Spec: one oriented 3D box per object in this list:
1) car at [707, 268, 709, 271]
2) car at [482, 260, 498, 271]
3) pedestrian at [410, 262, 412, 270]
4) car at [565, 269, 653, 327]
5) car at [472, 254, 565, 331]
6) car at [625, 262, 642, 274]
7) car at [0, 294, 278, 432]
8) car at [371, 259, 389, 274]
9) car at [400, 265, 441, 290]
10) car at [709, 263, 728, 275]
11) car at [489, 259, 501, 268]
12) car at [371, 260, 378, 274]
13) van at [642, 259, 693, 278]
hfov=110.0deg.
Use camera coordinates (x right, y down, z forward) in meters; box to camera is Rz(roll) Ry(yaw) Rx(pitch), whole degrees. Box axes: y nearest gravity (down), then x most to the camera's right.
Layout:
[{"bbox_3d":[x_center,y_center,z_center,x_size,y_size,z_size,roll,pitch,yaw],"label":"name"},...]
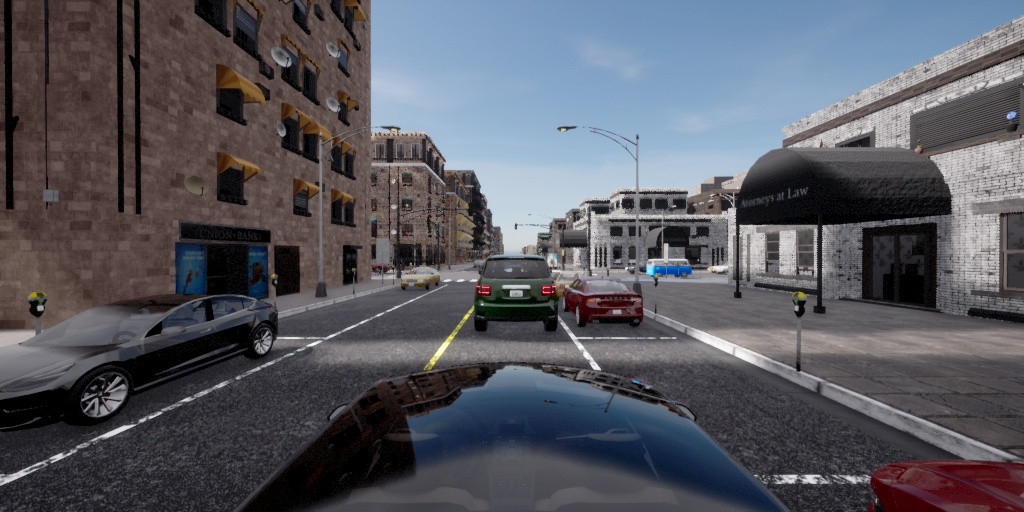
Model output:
[{"bbox_3d":[25.518,1.324,42.010,4.829,1.417,1.751,0,0,0],"label":"car"},{"bbox_3d":[-3.056,1.277,50.520,1.837,1.490,4.892,0,0,0],"label":"car"},{"bbox_3d":[-12.595,1.215,44.699,0.500,1.100,0.500,0,0,0],"label":"pedestrian"},{"bbox_3d":[2.697,1.295,11.404,1.888,1.381,4.507,0,0,0],"label":"car"},{"bbox_3d":[0.105,0.972,11.076,2.150,2.045,5.566,0,0,0],"label":"car"},{"bbox_3d":[14.957,1.279,39.358,4.902,1.511,2.128,0,0,-2],"label":"car"},{"bbox_3d":[-5.688,1.315,5.720,1.948,1.339,4.313,0,0,0],"label":"car"},{"bbox_3d":[-16.015,1.075,39.282,4.553,1.767,2.097,0,0,-3],"label":"car"},{"bbox_3d":[-5.674,1.279,22.639,1.751,1.417,4.829,0,0,0],"label":"car"},{"bbox_3d":[24.799,1.414,39.412,4.718,1.301,1.895,0,0,0],"label":"car"},{"bbox_3d":[-3.012,1.268,63.902,1.882,1.535,5.008,0,1,0],"label":"car"},{"bbox_3d":[-16.453,1.346,35.938,4.718,1.301,1.895,0,0,0],"label":"car"},{"bbox_3d":[14.682,1.166,33.558,3.998,1.789,1.690,0,0,0],"label":"van"}]
